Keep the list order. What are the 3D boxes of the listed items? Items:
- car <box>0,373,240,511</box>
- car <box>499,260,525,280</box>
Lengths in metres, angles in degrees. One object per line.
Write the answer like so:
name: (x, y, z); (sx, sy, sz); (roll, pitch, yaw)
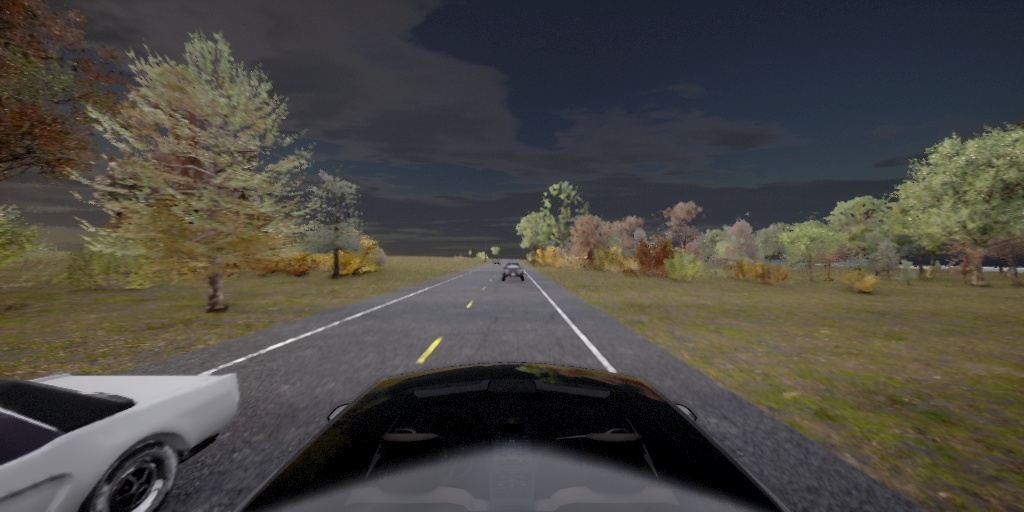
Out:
car: (-3.601, 1.351, 1.251); (1.895, 1.301, 4.718); (0, 0, 0)
car: (0.094, 1.321, 31.405); (1.812, 1.442, 4.674); (0, 0, 0)
